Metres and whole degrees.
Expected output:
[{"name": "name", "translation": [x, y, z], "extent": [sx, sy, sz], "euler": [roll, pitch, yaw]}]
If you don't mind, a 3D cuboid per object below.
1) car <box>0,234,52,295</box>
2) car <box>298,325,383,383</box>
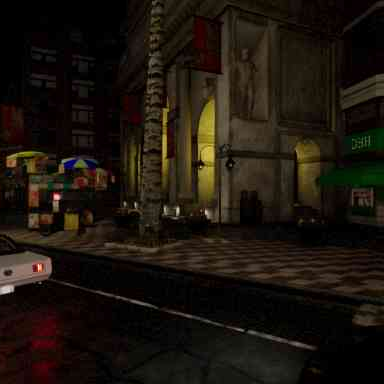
[{"name": "car", "translation": [-5.393, 1.601, 7.711], "extent": [4.718, 1.301, 1.895], "euler": [0, 0, 35]}, {"name": "car", "translation": [3.019, 1.505, 1.655], "extent": [4.892, 1.490, 1.837], "euler": [0, 0, 37]}]
